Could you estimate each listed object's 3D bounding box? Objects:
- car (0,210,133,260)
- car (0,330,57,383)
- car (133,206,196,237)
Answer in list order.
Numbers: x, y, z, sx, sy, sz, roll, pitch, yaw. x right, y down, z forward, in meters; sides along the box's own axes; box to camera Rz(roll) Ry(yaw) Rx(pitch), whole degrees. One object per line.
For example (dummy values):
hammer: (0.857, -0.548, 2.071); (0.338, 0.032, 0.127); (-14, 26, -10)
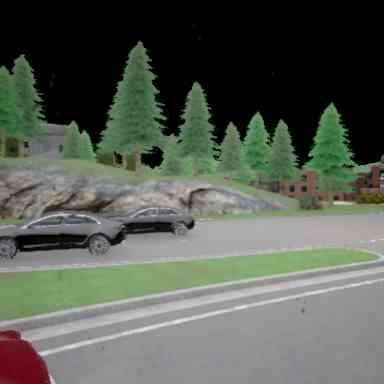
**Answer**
car: (-4.785, 1.438, 11.873); (4.902, 1.511, 2.128); (0, 0, -17)
car: (-3.029, 1.584, 1.441); (4.718, 1.301, 1.895); (0, 0, -35)
car: (-2.191, 1.435, 16.432); (4.902, 1.511, 2.128); (0, 0, -22)
